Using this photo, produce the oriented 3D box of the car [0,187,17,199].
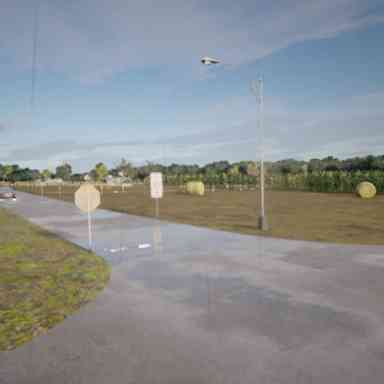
[{"bbox_3d":[-25.260,0.104,45.210,1.812,1.442,4.674,-3,4,-36],"label":"car"}]
